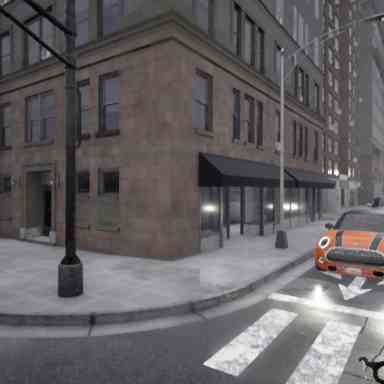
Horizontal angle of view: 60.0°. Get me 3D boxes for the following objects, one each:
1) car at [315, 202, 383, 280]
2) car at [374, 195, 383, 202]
[{"bbox_3d":[5.239,1.342,9.973,2.097,1.767,4.553,0,0,35],"label":"car"},{"bbox_3d":[11.273,1.199,18.656,2.150,2.045,5.566,0,0,35],"label":"car"}]
